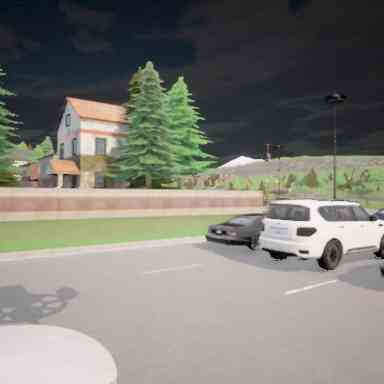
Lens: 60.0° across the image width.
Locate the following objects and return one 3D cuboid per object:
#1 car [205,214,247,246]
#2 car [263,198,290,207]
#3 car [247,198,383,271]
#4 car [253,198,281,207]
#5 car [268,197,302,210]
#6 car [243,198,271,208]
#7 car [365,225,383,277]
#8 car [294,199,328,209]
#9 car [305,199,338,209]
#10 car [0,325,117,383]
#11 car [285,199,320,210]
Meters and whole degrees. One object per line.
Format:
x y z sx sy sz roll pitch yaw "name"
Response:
3.102 1.640 14.559 5.357 1.411 2.033 1 0 -35 "car"
16.142 1.919 63.710 2.128 1.511 4.902 1 0 -36 "car"
4.749 1.309 11.436 5.566 2.045 2.150 1 0 -35 "car"
13.680 1.875 61.102 1.882 1.535 5.008 1 0 -36 "car"
13.705 1.690 49.080 2.097 1.767 4.553 1 0 -36 "car"
11.296 1.872 58.400 1.837 1.490 4.892 1 0 -36 "car"
7.015 1.639 8.754 5.357 1.411 2.033 1 0 -35 "car"
19.104 1.889 53.563 2.128 1.511 4.902 1 0 -36 "car"
21.674 1.905 55.991 1.882 1.535 5.008 1 0 -36 "car"
-2.726 1.515 1.890 4.674 1.442 1.812 1 0 -35 "car"
16.795 1.845 50.778 1.882 1.535 5.008 1 0 -36 "car"
